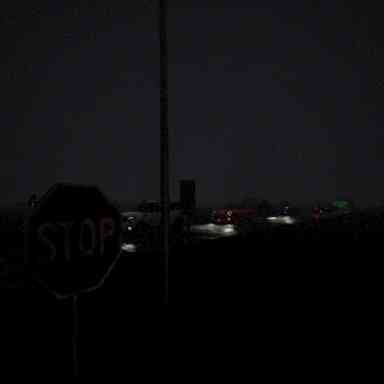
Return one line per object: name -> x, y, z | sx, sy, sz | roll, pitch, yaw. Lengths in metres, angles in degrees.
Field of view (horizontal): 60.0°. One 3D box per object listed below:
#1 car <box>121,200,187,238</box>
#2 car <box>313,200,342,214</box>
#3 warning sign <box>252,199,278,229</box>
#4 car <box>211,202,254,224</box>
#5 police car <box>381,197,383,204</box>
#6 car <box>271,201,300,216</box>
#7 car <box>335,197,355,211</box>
car -> -2.587, 1.537, 20.443 | 2.150, 2.045, 5.566 | -1, -1, 37
car -> 16.829, 2.051, 41.681 | 1.895, 1.301, 4.718 | -1, -1, 37
warning sign -> 4.698, 1.369, 21.352 | 1.300, 1.860, 1.060 | -1, 0, 37
car -> 3.511, 1.740, 28.638 | 2.097, 1.767, 4.553 | -1, -1, 37
police car -> 48.221, 2.093, 82.593 | 1.930, 1.638, 5.238 | -1, -1, 37
car -> 10.812, 1.821, 38.429 | 2.097, 1.767, 4.553 | -1, -1, 37
car -> 22.886, 1.729, 49.917 | 2.150, 2.045, 5.566 | -1, -1, 37
